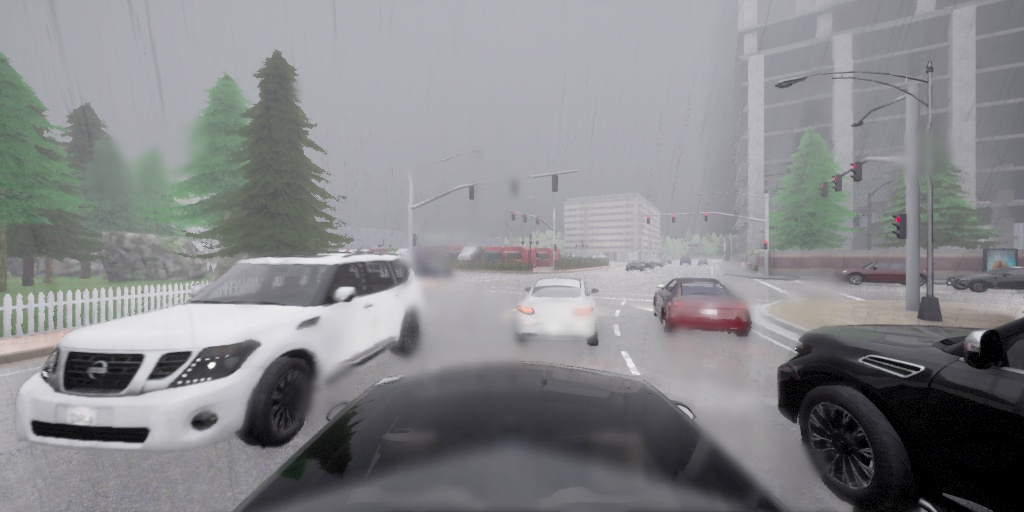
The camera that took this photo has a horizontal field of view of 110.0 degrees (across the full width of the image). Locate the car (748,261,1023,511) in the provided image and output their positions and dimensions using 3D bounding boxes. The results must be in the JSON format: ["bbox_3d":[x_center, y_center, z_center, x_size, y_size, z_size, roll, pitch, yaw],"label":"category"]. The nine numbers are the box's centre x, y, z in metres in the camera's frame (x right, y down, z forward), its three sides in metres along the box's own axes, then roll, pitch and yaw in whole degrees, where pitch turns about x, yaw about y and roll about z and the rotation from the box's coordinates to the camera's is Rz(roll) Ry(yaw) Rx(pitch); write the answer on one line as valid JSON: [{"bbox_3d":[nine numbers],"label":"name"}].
[{"bbox_3d":[3.737,0.971,1.190,2.150,2.045,5.566,0,0,0],"label":"car"}]

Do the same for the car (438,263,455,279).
[{"bbox_3d":[-7.321,1.157,31.939,4.553,1.767,2.097,0,0,30],"label":"car"}]

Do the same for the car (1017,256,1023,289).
[{"bbox_3d":[34.251,1.027,20.657,5.566,2.045,2.150,0,0,30],"label":"car"}]

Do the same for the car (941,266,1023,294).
[{"bbox_3d":[28.002,1.331,20.154,4.674,1.442,1.812,0,0,29],"label":"car"}]

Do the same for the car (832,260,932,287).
[{"bbox_3d":[25.914,1.157,25.388,4.553,1.767,2.097,0,0,30],"label":"car"}]

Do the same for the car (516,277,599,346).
[{"bbox_3d":[1.275,1.276,9.412,1.812,1.442,4.674,0,0,11],"label":"car"}]

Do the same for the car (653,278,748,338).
[{"bbox_3d":[5.296,1.314,10.419,1.994,1.385,4.181,0,0,17],"label":"car"}]

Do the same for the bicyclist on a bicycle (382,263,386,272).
[{"bbox_3d":[-15.735,1.258,44.274,0.582,1.620,1.656,0,0,-23],"label":"bicyclist on a bicycle"}]

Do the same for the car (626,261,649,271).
[{"bbox_3d":[16.479,1.314,47.666,1.994,1.385,4.181,0,0,29],"label":"car"}]

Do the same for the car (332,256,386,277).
[{"bbox_3d":[-15.663,1.027,36.674,5.566,2.045,2.150,0,0,30],"label":"car"}]

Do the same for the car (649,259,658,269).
[{"bbox_3d":[20.806,1.351,55.404,1.895,1.301,4.718,0,0,29],"label":"car"}]

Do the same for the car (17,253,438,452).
[{"bbox_3d":[-3.204,0.971,5.705,2.150,2.045,5.566,0,0,7],"label":"car"}]
